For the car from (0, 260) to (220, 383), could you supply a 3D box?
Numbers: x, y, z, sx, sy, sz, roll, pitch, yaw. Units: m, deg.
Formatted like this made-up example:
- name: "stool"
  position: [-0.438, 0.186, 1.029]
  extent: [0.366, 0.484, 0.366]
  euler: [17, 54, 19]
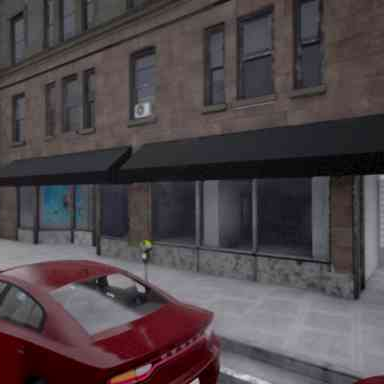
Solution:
- name: "car"
  position: [-1.813, 1.544, 4.159]
  extent: [4.507, 1.381, 1.887]
  euler: [0, 0, 36]

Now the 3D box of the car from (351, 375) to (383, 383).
- name: "car"
  position: [2.652, 1.545, 0.961]
  extent: [4.507, 1.381, 1.887]
  euler: [0, 0, 36]
